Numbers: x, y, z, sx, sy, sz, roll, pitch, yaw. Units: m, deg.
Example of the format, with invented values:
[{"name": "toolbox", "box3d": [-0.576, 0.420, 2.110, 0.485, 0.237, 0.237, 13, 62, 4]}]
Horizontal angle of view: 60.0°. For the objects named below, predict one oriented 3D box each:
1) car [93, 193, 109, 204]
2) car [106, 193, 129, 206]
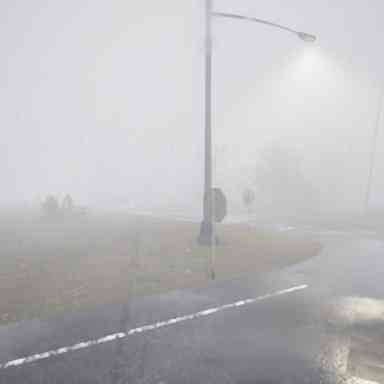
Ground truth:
[{"name": "car", "box3d": [-16.383, 1.119, 60.915, 2.150, 2.045, 5.566, 0, 0, -34]}, {"name": "car", "box3d": [-11.906, 1.417, 54.301, 1.837, 1.490, 4.892, 0, 0, -33]}]
